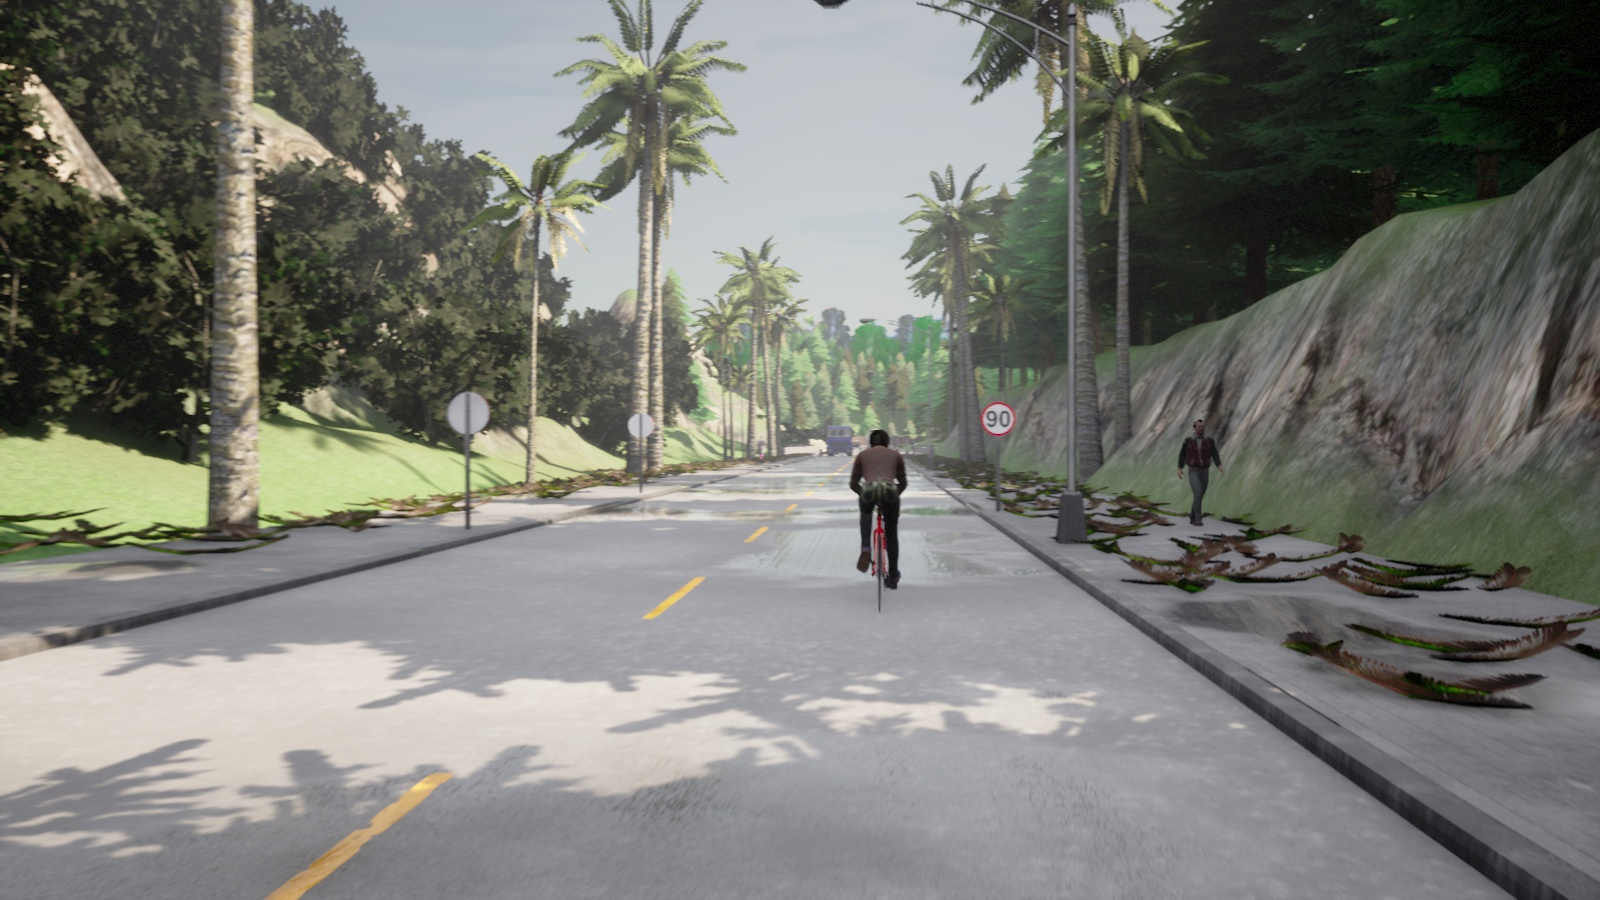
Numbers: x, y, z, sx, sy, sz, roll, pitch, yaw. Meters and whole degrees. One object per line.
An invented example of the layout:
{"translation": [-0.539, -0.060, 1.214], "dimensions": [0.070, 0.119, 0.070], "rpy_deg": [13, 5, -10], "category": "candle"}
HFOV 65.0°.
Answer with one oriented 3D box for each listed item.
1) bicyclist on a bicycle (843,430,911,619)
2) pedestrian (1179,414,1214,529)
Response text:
{"translation": [0.707, 0.634, 11.581], "dimensions": [0.582, 1.620, 1.656], "rpy_deg": [0, 0, 3], "category": "bicyclist on a bicycle"}
{"translation": [6.533, 0.348, 20.688], "dimensions": [0.376, 1.854, 0.720], "rpy_deg": [0, 0, 3], "category": "pedestrian"}
